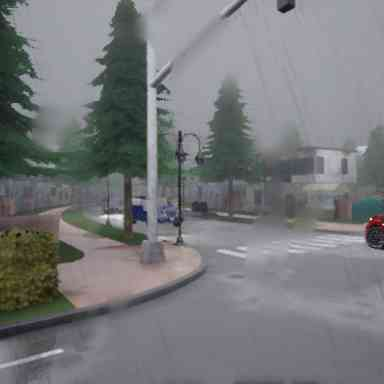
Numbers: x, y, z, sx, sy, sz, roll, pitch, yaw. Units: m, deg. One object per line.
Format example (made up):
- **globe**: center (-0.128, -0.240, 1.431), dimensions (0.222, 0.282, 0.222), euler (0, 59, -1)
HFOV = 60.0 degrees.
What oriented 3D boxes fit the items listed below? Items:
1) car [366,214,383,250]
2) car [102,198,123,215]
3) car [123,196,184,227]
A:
- **car**: center (8.293, 1.214, 11.228), dimensions (2.150, 2.045, 5.566), euler (0, 0, -4)
- **car**: center (-8.461, 1.631, 35.458), dimensions (1.994, 1.385, 4.181), euler (0, 0, -19)
- **car**: center (-2.634, 1.305, 23.009), dimensions (2.150, 2.045, 5.566), euler (0, 0, -31)
